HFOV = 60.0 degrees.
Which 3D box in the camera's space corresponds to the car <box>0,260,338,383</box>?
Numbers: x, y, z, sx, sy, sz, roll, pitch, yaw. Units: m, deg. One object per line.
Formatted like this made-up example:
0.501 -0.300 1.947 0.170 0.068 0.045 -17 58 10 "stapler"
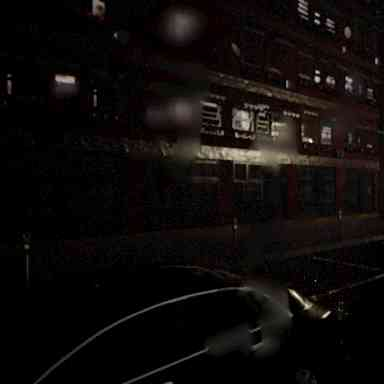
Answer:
-0.688 1.496 2.889 4.892 1.490 1.837 -1 0 -36 "car"
